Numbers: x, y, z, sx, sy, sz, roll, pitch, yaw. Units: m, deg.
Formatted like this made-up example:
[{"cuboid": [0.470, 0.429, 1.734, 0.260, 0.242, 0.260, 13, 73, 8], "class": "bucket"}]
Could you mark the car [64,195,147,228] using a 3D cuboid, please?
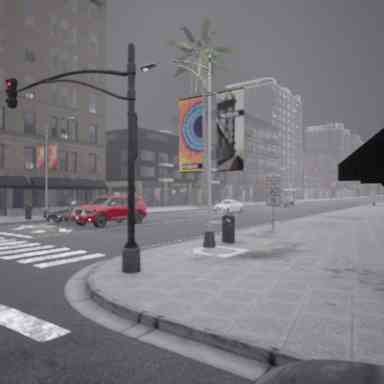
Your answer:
[{"cuboid": [-5.517, 1.243, 22.852, 2.150, 2.045, 5.566, 0, 0, 36], "class": "car"}]

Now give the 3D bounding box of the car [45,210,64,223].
[{"cuboid": [-8.059, 1.564, 24.894, 2.033, 1.411, 5.357, 0, 0, 35], "class": "car"}]

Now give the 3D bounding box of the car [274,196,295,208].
[{"cuboid": [13.970, 1.367, 50.299, 2.097, 1.767, 4.553, 0, 0, 35], "class": "car"}]

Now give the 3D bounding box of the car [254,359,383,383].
[{"cuboid": [2.138, 1.551, 1.323, 4.403, 1.369, 2.008, 0, 0, 36], "class": "car"}]

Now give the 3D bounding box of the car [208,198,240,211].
[{"cuboid": [4.073, 1.562, 42.063, 1.837, 1.490, 4.892, 0, 0, 35], "class": "car"}]

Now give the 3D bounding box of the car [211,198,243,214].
[{"cuboid": [4.019, 1.577, 36.366, 1.812, 1.442, 4.674, 0, 0, 35], "class": "car"}]
